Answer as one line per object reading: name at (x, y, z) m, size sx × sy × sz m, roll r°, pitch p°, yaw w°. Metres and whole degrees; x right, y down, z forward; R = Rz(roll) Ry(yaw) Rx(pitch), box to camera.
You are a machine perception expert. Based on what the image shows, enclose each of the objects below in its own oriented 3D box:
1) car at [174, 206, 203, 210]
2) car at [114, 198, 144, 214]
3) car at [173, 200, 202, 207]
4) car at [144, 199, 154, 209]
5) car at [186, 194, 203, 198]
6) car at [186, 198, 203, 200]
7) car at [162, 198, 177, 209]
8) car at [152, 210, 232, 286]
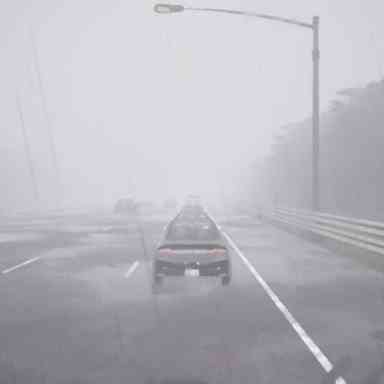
car at (0.003, 1.597, 16.378) m, size 1.895 × 1.301 × 4.718 m, roll 0°, pitch 0°, yaw 0°
car at (-6.878, 1.410, 35.762) m, size 2.097 × 1.767 × 4.553 m, roll 0°, pitch 0°, yaw 1°
car at (0.004, 1.553, 23.358) m, size 2.033 × 1.411 × 5.357 m, roll 0°, pitch 0°, yaw 0°
car at (-6.593, 1.703, 47.746) m, size 1.895 × 1.301 × 4.718 m, roll 0°, pitch 0°, yaw 2°
car at (0.347, 1.275, 45.980) m, size 2.150 × 2.045 × 5.566 m, roll 0°, pitch 0°, yaw 2°
car at (0.075, 1.579, 33.073) m, size 1.994 × 1.385 × 4.181 m, roll 0°, pitch 0°, yaw 1°
car at (-3.099, 1.629, 47.684) m, size 2.033 × 1.411 × 5.357 m, roll 0°, pitch 0°, yaw 2°
car at (0.001, 1.489, 9.430) m, size 2.128 × 1.511 × 4.902 m, roll 0°, pitch 0°, yaw 0°
